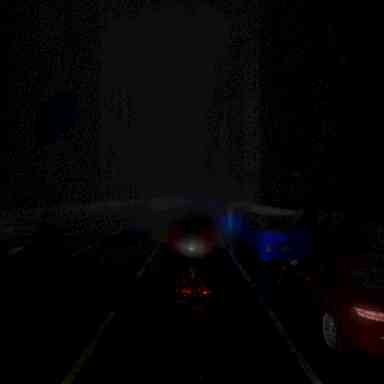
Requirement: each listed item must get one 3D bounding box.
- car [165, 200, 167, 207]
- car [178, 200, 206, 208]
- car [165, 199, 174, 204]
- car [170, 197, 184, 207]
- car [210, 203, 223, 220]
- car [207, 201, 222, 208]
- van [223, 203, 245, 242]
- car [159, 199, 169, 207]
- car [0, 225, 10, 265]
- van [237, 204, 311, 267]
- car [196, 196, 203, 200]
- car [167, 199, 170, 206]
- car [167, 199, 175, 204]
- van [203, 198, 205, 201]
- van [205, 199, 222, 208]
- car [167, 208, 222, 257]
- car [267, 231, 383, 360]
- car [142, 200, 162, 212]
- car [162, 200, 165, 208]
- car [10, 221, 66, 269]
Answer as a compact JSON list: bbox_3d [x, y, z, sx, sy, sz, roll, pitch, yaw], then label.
[{"bbox_3d":[-5.747,2.110,56.833,1.752,1.417,4.829,0,-1,0],"label":"car"},{"bbox_3d":[0.031,1.773,29.251,1.882,1.535,5.008,0,0,0],"label":"car"},{"bbox_3d":[-5.741,2.412,85.219,1.752,1.417,4.829,0,-1,0],"label":"car"},{"bbox_3d":[-3.006,2.191,64.560,1.812,1.442,4.674,0,-1,1],"label":"car"},{"bbox_3d":[2.770,1.871,28.617,1.802,1.307,4.206,0,-1,0],"label":"car"},{"bbox_3d":[2.772,1.931,34.294,1.802,1.307,4.206,0,-1,0],"label":"car"},{"bbox_3d":[2.768,1.513,17.265,1.690,1.788,3.998,0,-1,0],"label":"van"},{"bbox_3d":[-5.745,2.229,68.187,1.752,1.417,4.829,0,-1,0],"label":"car"},{"bbox_3d":[-5.760,1.374,5.911,2.192,1.841,5.009,0,-1,0],"label":"car"},{"bbox_3d":[2.767,1.456,11.589,1.690,1.788,3.998,0,-1,0],"label":"van"},{"bbox_3d":[2.380,2.271,76.566,1.882,1.535,5.008,0,-1,0],"label":"car"},{"bbox_3d":[-5.746,2.212,62.680,1.947,1.339,4.313,0,-1,0],"label":"car"},{"bbox_3d":[-5.739,2.496,91.065,1.887,1.381,4.507,0,-1,0],"label":"car"},{"bbox_3d":[2.775,1.809,45.652,1.690,1.788,3.998,0,-1,0],"label":"van"},{"bbox_3d":[2.773,1.749,39.974,1.690,1.788,3.998,0,-1,0],"label":"van"},{"bbox_3d":[0.021,1.641,13.517,1.837,1.490,4.892,0,0,0],"label":"car"},{"bbox_3d":[2.765,1.641,5.909,1.802,1.307,4.206,0,-1,0],"label":"car"},{"bbox_3d":[-5.750,2.018,45.649,2.008,1.369,4.403,0,-1,0],"label":"car"},{"bbox_3d":[-5.749,1.967,51.327,1.967,1.590,4.097,0,-1,0],"label":"car"},{"bbox_3d":[-5.759,1.697,11.586,1.802,1.307,4.206,0,-1,0],"label":"car"}]
